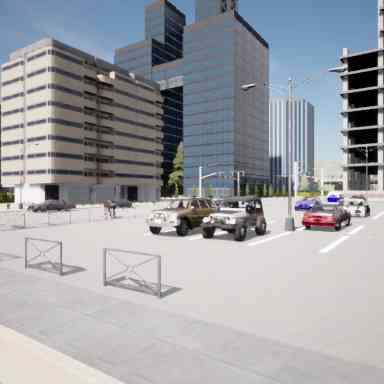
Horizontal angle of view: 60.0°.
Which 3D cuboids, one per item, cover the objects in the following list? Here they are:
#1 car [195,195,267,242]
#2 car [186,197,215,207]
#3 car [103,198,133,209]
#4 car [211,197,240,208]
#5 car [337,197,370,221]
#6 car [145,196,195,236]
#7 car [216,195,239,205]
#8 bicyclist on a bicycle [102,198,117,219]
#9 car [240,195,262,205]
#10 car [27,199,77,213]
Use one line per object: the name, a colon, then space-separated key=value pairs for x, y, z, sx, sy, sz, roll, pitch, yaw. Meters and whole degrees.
car: x=2.094 y=1.156 z=15.617 sx=1.905 sy=1.878 sz=3.866 roll=0 pitch=0 yaw=34
car: x=1.322 y=1.492 z=51.149 sx=2.128 sy=1.511 sz=4.902 roll=0 pitch=0 yaw=34
car: x=-10.329 y=1.564 z=46.550 sx=1.994 sy=1.385 sz=4.181 roll=0 pitch=0 yaw=35
car: x=5.135 y=1.547 z=50.475 sx=2.033 sy=1.411 sz=5.357 roll=0 pitch=0 yaw=33
car: x=14.097 y=1.395 z=28.592 sx=1.970 sy=1.475 sz=3.806 roll=0 pitch=0 yaw=34
car: x=-0.276 y=1.153 z=17.279 sx=1.932 sy=1.855 sz=4.605 roll=0 pitch=0 yaw=34
car: x=6.360 y=1.352 z=58.781 sx=2.097 sy=1.767 sz=4.553 roll=0 pitch=0 yaw=34
bicyclist on a bicycle: x=-6.520 y=1.302 z=26.229 sx=1.656 sy=1.620 sz=0.582 roll=0 pitch=0 yaw=34
car: x=10.395 y=1.352 z=58.354 sx=2.097 sy=1.767 sz=4.553 roll=0 pitch=0 yaw=34
car: x=-15.954 y=1.547 z=38.177 sx=2.033 sy=1.411 sz=5.357 roll=0 pitch=0 yaw=34
